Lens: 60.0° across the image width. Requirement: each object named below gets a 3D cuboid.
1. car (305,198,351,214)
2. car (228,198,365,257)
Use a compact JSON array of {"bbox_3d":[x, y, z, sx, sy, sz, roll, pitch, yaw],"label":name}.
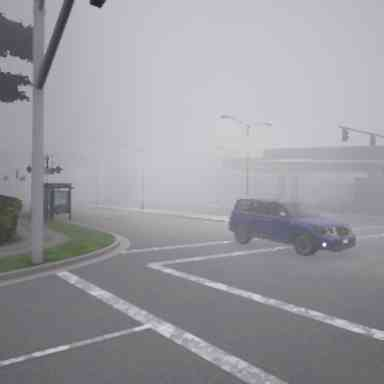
[{"bbox_3d":[16.134,1.615,39.710,2.242,1.667,4.611,1,0,-35],"label":"car"},{"bbox_3d":[3.903,1.330,14.118,2.150,2.045,5.566,1,1,-35],"label":"car"}]
